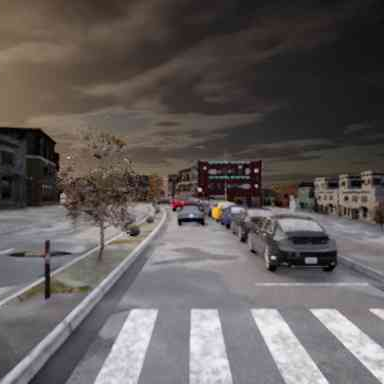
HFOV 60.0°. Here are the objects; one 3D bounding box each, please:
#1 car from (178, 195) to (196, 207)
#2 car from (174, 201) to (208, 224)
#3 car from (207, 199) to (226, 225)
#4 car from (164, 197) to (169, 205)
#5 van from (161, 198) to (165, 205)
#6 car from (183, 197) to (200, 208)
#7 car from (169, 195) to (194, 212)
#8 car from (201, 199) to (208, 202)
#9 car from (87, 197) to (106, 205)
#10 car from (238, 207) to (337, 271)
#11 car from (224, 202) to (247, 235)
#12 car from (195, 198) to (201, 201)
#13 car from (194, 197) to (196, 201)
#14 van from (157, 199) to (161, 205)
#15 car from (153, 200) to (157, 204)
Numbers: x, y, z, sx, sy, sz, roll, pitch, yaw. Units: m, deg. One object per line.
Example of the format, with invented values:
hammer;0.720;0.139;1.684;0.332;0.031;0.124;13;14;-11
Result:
car;-1.005;1.605;60.693;2.435;2.045;5.566;0;-1;-9
car;-0.135;1.635;25.168;1.994;1.385;4.181;0;0;-2
car;2.752;1.558;27.485;2.097;1.535;5.008;0;0;-2
car;-4.428;2.275;76.913;2.002;1.452;4.674;0;-2;-13
van;-5.789;2.185;82.424;1.878;1.987;4.442;0;-2;-14
car;-0.089;1.648;55.157;2.185;1.767;4.553;0;-1;-8
car;-1.457;1.414;42.939;2.150;2.045;5.566;0;0;-6
car;2.426;1.470;33.000;2.185;1.767;4.553;0;0;-3
car;-21.762;2.176;78.298;5.566;2.045;2.435;0;-2;-14
car;3.036;1.475;10.873;2.231;1.521;4.892;0;0;0
car;3.050;1.489;16.393;2.231;1.521;4.892;0;0;0
car;1.955;1.665;38.708;2.163;1.488;4.792;0;0;-5
car;0.729;1.714;49.579;2.231;1.521;4.892;0;0;-7
van;-7.251;2.379;87.763;1.878;1.987;4.442;0;-2;-15
car;-8.783;2.840;92.990;2.163;1.488;4.792;0;-2;-16
